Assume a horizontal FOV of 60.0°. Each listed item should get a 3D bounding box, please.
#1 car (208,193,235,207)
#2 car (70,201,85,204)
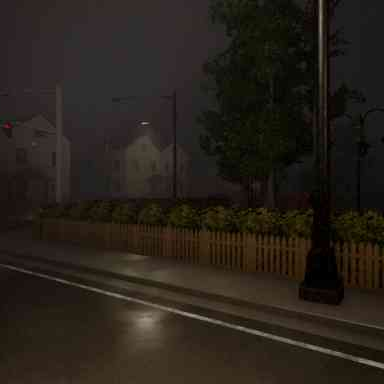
[{"bbox_3d":[4.256,1.221,48.838,2.150,2.045,5.566,0,0,35],"label":"car"},{"bbox_3d":[-11.396,1.564,32.774,1.994,1.385,4.181,0,0,35],"label":"car"}]
